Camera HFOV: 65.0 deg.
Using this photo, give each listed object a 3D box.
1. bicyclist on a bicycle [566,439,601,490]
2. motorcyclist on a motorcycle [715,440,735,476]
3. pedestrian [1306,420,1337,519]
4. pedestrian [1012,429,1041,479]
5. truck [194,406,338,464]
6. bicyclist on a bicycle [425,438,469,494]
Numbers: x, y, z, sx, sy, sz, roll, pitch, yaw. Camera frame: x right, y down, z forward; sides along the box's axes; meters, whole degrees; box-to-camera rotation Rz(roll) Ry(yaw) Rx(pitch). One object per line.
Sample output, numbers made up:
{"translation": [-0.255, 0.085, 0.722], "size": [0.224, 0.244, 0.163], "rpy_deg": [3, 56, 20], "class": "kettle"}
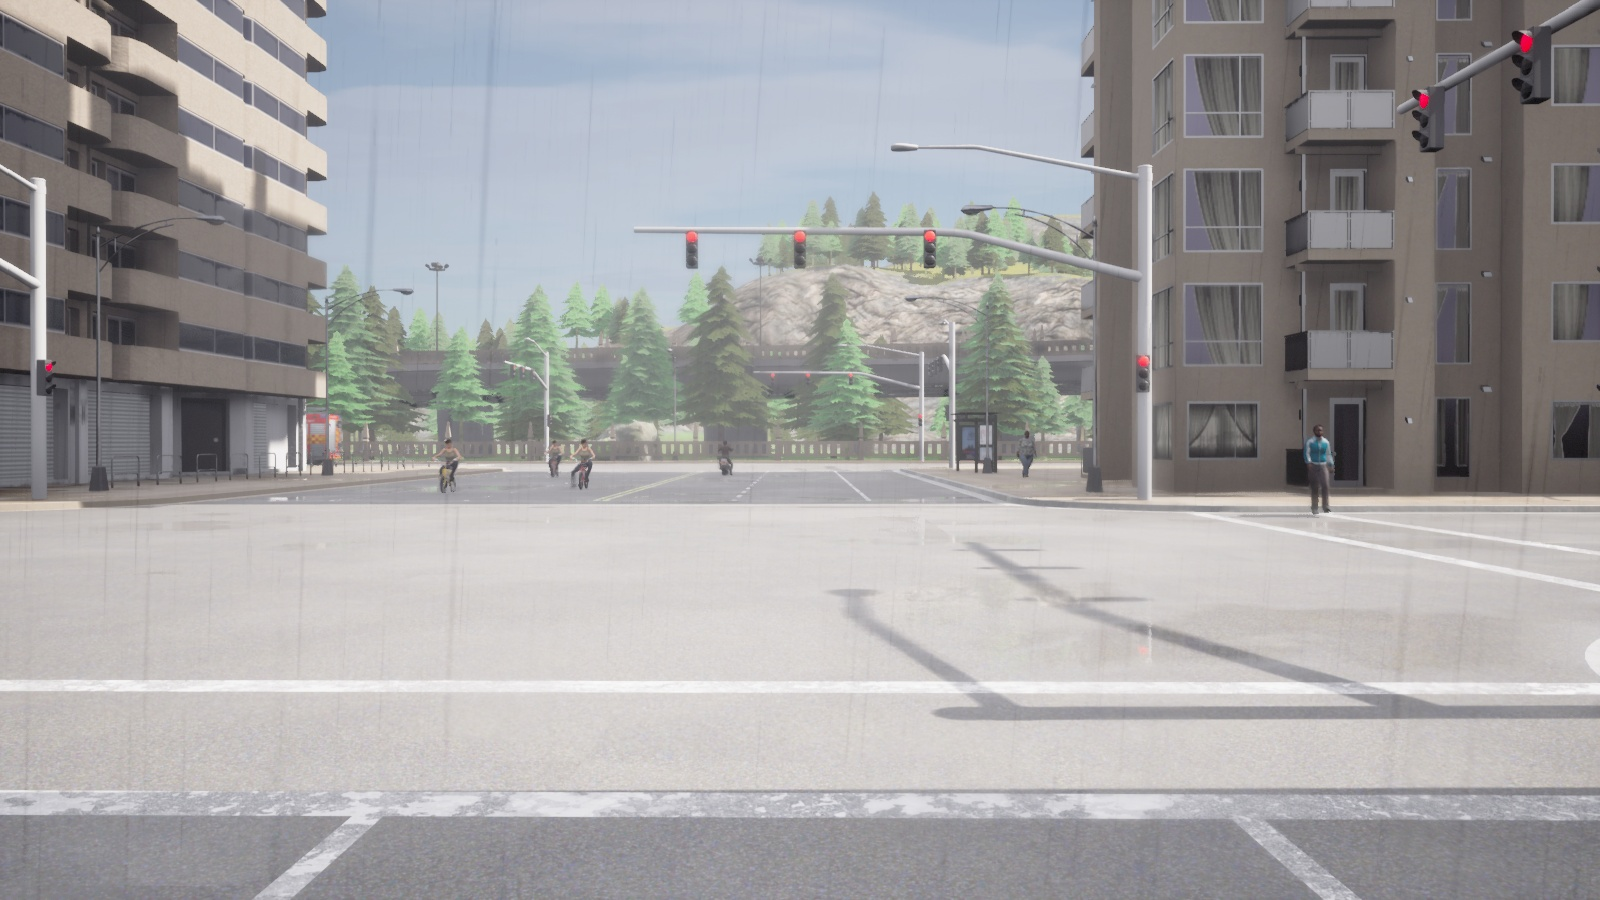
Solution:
{"translation": [-6.947, 0.449, 40.311], "size": [0.866, 1.612, 1.509], "rpy_deg": [0, 0, 0], "class": "bicyclist on a bicycle"}
{"translation": [-3.437, 0.366, 57.900], "size": [0.766, 1.649, 2.350], "rpy_deg": [0, 0, 0], "class": "motorcyclist on a motorcycle"}
{"translation": [10.345, 0.382, 24.941], "size": [0.396, 1.930, 0.692], "rpy_deg": [0, 0, 8], "class": "pedestrian"}
{"translation": [8.406, 0.147, 46.707], "size": [0.874, 1.855, 0.900], "rpy_deg": [0, 0, -4], "class": "pedestrian"}
{"translation": [-35.787, -0.980, 84.323], "size": [8.468, 3.827, 2.891], "rpy_deg": [0, 0, 1], "class": "truck"}
{"translation": [-10.449, 0.464, 37.177], "size": [0.866, 1.612, 1.509], "rpy_deg": [0, 0, 0], "class": "bicyclist on a bicycle"}
